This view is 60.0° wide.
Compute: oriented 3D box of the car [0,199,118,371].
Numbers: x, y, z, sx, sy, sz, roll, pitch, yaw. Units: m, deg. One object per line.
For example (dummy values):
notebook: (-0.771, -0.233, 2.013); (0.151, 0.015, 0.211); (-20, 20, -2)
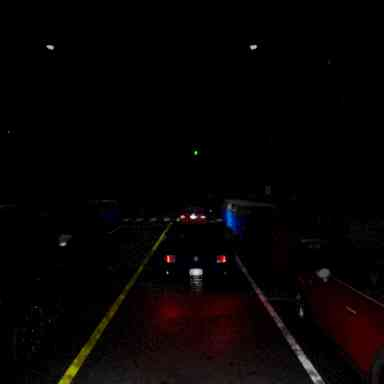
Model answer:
car: (-3.090, 1.219, 6.036); (2.150, 2.045, 5.566); (0, 0, 0)

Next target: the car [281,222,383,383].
car: (2.761, 1.438, 4.441); (1.967, 1.590, 4.097); (0, 0, 0)

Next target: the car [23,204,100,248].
car: (-5.765, 1.436, 15.316); (1.967, 1.590, 4.097); (0, 0, 0)

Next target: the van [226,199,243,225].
van: (2.760, 1.336, 15.316); (1.690, 1.788, 3.998); (0, 0, 0)

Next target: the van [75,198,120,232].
van: (-5.765, 1.336, 20.754); (1.690, 1.788, 3.998); (0, 0, 0)

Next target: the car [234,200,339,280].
car: (2.760, 1.312, 9.879); (2.192, 1.841, 5.009); (0, 0, 0)

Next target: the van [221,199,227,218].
van: (2.760, 1.335, 20.754); (1.690, 1.788, 3.998); (0, 0, 0)

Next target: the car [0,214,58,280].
car: (-5.765, 1.522, 9.709); (1.752, 1.417, 4.829); (0, 0, 0)

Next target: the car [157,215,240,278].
car: (0.099, 1.598, 10.068); (1.895, 1.301, 4.718); (0, 0, 0)

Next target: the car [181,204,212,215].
car: (0.284, 1.541, 22.443); (2.033, 1.411, 5.357); (0, 0, 5)
